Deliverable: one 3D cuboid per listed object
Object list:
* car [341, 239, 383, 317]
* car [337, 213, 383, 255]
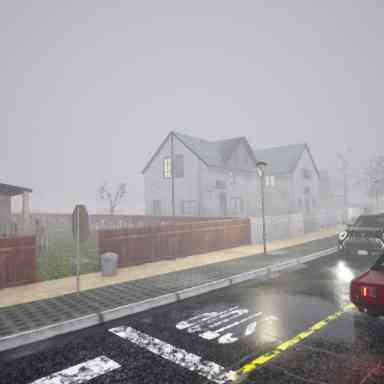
[{"bbox_3d":[5.009,1.707,6.807,1.895,1.301,4.718,-4,-4,45],"label":"car"},{"bbox_3d":[7.848,1.702,14.082,2.097,1.767,4.553,-4,-3,42],"label":"car"}]
